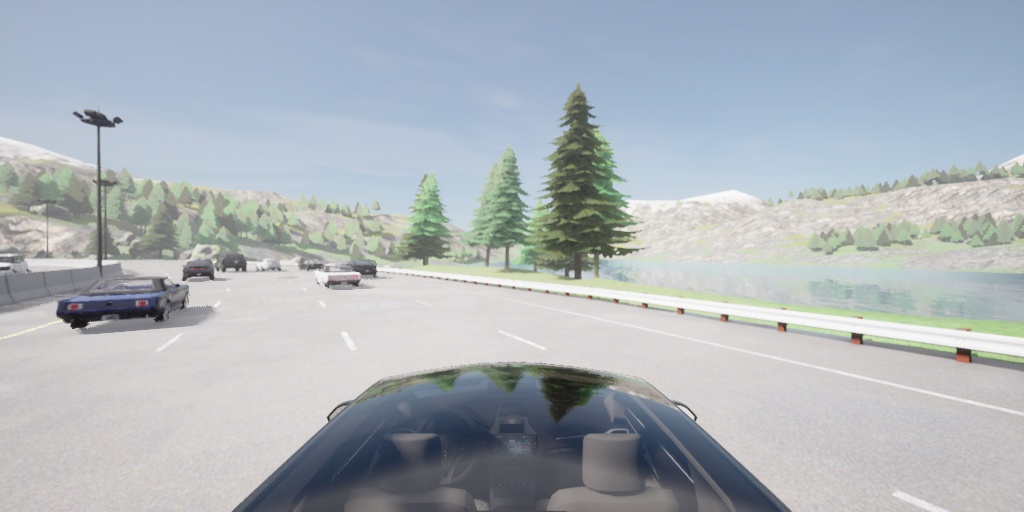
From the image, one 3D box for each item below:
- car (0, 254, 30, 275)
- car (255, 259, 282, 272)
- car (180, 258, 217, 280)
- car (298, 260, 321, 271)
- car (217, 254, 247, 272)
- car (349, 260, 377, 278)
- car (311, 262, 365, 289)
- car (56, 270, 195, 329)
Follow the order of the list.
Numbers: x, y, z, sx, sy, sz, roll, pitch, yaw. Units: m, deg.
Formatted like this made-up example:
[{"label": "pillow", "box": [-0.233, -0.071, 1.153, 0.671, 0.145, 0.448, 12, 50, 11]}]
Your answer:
[{"label": "car", "box": [-36.834, 0.863, 25.627, 2.150, 2.045, 5.566, 0, 0, -43]}, {"label": "car", "box": [-29.079, 1.069, 42.812, 4.674, 1.442, 1.812, 0, 0, 44]}, {"label": "car", "box": [-25.212, 1.122, 28.809, 1.837, 1.490, 4.892, 1, 0, -42]}, {"label": "car", "box": [-23.846, 1.141, 42.639, 4.718, 1.301, 1.895, 0, 0, 45]}, {"label": "car", "box": [-32.099, 0.776, 40.956, 5.566, 2.045, 2.150, 0, 0, 42]}, {"label": "car", "box": [-13.225, 1.076, 30.862, 1.882, 1.535, 5.008, 0, 0, -39]}, {"label": "car", "box": [-11.012, 1.244, 22.466, 1.895, 1.301, 4.718, 0, 0, -37]}, {"label": "car", "box": [-11.717, 1.306, 11.229, 1.895, 1.301, 4.718, 0, 0, -33]}]
